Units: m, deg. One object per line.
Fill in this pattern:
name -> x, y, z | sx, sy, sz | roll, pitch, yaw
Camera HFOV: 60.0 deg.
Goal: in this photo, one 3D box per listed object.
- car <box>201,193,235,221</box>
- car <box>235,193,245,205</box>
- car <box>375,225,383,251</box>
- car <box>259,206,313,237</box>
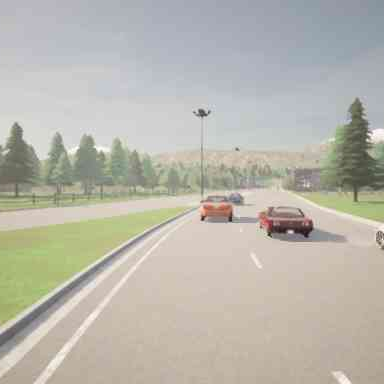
car -> 1.861, 0.990, 23.770 | 2.097, 1.767, 4.553 | 0, 1, 7
car -> 5.678, 0.892, 43.036 | 2.033, 1.411, 5.357 | 0, 1, 14
car -> 7.430, 1.365, 10.097 | 1.812, 1.442, 4.674 | 0, 1, 3
car -> 4.404, 1.350, 16.273 | 1.895, 1.301, 4.718 | 0, 1, 6
